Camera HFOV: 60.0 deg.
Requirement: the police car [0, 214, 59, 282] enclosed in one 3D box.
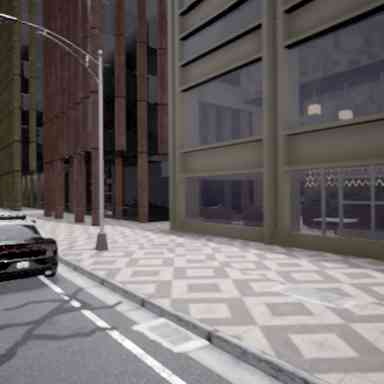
[{"bbox_3d":[-5.466,1.492,9.707,1.930,1.638,5.238,0,0,-38],"label":"police car"}]
